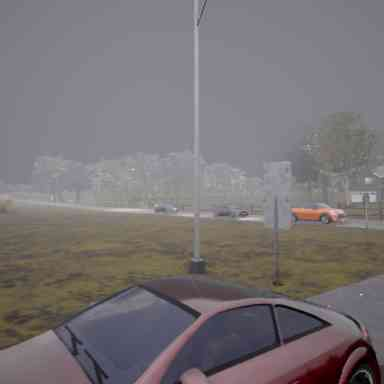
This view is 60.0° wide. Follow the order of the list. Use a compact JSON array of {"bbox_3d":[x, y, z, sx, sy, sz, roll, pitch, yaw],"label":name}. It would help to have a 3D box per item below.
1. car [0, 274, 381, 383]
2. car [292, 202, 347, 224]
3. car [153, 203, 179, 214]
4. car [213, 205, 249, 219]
[{"bbox_3d":[-0.158,1.563,2.976,4.181,1.385,1.994,0,0,-36],"label":"car"},{"bbox_3d":[10.191,1.615,27.153,2.097,1.767,4.553,-1,-1,-35],"label":"car"},{"bbox_3d":[-3.688,2.287,46.837,2.128,1.511,4.902,-1,0,-35],"label":"car"},{"bbox_3d":[4.147,2.077,35.725,1.994,1.385,4.181,-1,-1,-35],"label":"car"}]
